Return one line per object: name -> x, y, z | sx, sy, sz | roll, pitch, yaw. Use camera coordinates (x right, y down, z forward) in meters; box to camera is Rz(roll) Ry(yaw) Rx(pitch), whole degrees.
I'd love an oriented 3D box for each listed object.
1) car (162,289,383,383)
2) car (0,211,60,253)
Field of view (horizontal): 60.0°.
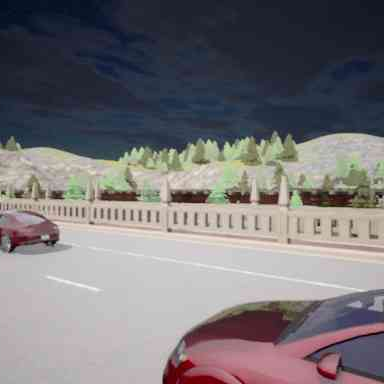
car -> 1.766, 1.564, 2.732 | 4.181, 1.385, 1.994 | 0, 0, 36
car -> -7.208, 1.479, 13.437 | 4.674, 1.442, 1.812 | 0, 0, 36
